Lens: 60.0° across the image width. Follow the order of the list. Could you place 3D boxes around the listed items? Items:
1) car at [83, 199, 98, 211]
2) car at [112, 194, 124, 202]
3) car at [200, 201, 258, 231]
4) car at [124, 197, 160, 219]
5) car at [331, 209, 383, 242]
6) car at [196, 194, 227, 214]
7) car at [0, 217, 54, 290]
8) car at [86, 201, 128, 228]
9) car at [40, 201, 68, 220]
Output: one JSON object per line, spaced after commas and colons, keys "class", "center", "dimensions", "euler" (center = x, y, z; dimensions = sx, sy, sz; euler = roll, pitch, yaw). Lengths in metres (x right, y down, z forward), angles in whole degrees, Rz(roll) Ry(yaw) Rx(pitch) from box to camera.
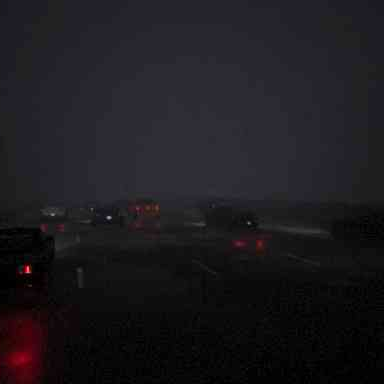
{"class": "car", "center": [-11.789, 1.478, 39.244], "dimensions": [1.994, 1.385, 4.181], "euler": [0, 0, -20]}
{"class": "car", "center": [-8.747, 1.394, 41.135], "dimensions": [1.882, 1.535, 5.008], "euler": [0, 0, -19]}
{"class": "car", "center": [2.332, 1.498, 20.347], "dimensions": [1.812, 1.442, 4.674], "euler": [0, 0, -20]}
{"class": "car", "center": [-4.218, 1.299, 28.352], "dimensions": [2.097, 1.767, 4.553], "euler": [0, 0, -19]}
{"class": "car", "center": [8.183, 1.486, 14.306], "dimensions": [2.128, 1.511, 4.902], "euler": [0, 0, -20]}
{"class": "car", "center": [1.975, 1.306, 31.832], "dimensions": [2.097, 1.767, 4.553], "euler": [0, 0, -20]}
{"class": "car", "center": [-4.641, 1.578, 8.581], "dimensions": [1.895, 1.301, 4.718], "euler": [0, 0, -20]}
{"class": "car", "center": [-5.719, 1.518, 22.108], "dimensions": [1.994, 1.385, 4.181], "euler": [0, 0, -20]}
{"class": "car", "center": [-11.141, 1.460, 26.933], "dimensions": [1.812, 1.442, 4.674], "euler": [0, 0, -20]}
